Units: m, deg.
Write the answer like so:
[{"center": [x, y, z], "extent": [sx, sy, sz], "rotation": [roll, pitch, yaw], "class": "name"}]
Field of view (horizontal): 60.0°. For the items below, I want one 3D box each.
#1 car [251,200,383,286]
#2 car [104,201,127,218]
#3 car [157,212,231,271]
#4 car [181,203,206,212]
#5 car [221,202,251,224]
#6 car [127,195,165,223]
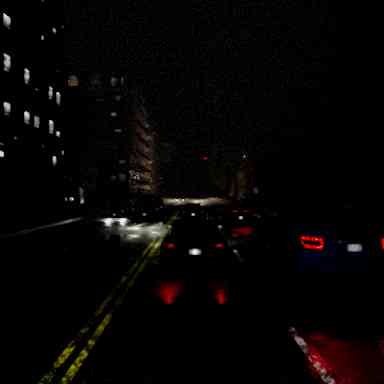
[{"center": [3.330, 1.221, 9.489], "extent": [2.150, 2.045, 5.566], "rotation": [0, 0, 0], "class": "car"}, {"center": [-6.550, 1.547, 30.769], "extent": [2.033, 1.411, 5.357], "rotation": [0, 0, 0], "class": "car"}, {"center": [0.089, 1.562, 10.845], "extent": [1.994, 1.385, 4.181], "rotation": [0, 0, 0], "class": "car"}, {"center": [0.092, 1.562, 25.614], "extent": [1.994, 1.385, 4.181], "rotation": [0, 0, 0], "class": "car"}, {"center": [3.340, 1.502, 25.064], "extent": [1.837, 1.490, 4.892], "rotation": [0, 0, 0], "class": "car"}, {"center": [-3.329, 1.221, 26.086], "extent": [2.150, 2.045, 5.566], "rotation": [0, 0, 0], "class": "car"}]
